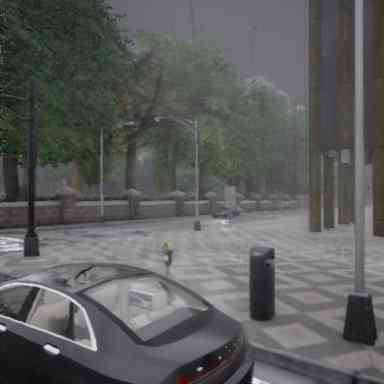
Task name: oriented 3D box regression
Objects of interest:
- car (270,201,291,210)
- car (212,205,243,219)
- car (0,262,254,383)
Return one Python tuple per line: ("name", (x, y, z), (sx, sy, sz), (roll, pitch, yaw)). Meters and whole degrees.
("car", (13.435, 2.075, 50.525), (2.097, 1.767, 4.553), (0, -1, 35))
("car", (4.075, 2.229, 37.404), (1.837, 1.490, 4.892), (0, -1, 35))
("car", (-1.448, 1.554, 3.997), (4.403, 1.369, 2.008), (0, 0, 35))
